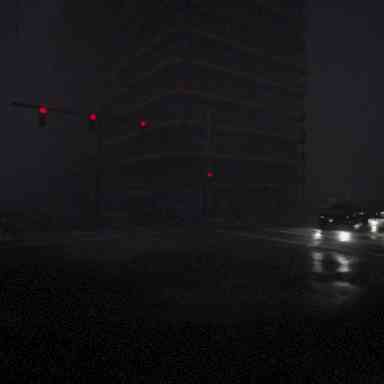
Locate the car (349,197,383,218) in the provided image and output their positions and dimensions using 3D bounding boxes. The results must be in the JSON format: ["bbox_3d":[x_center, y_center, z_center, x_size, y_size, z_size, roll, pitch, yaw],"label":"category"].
[{"bbox_3d":[14.621,1.417,28.115,1.994,1.385,4.181,0,0,25],"label":"car"}]

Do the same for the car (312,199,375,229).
[{"bbox_3d":[9.568,1.388,20.774,1.837,1.490,4.892,0,0,43],"label":"car"}]

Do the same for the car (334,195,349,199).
[{"bbox_3d":[17.855,1.383,37.533,1.994,1.385,4.181,0,0,10],"label":"car"}]

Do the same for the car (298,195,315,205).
[{"bbox_3d":[17.709,1.295,52.966,1.882,1.535,5.008,0,0,-15],"label":"car"}]

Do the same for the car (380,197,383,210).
[{"bbox_3d":[21.337,1.293,37.044,1.882,1.535,5.008,0,0,10],"label":"car"}]

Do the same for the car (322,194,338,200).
[{"bbox_3d":[21.622,1.126,50.363,2.097,1.767,4.553,0,0,-8],"label":"car"}]
